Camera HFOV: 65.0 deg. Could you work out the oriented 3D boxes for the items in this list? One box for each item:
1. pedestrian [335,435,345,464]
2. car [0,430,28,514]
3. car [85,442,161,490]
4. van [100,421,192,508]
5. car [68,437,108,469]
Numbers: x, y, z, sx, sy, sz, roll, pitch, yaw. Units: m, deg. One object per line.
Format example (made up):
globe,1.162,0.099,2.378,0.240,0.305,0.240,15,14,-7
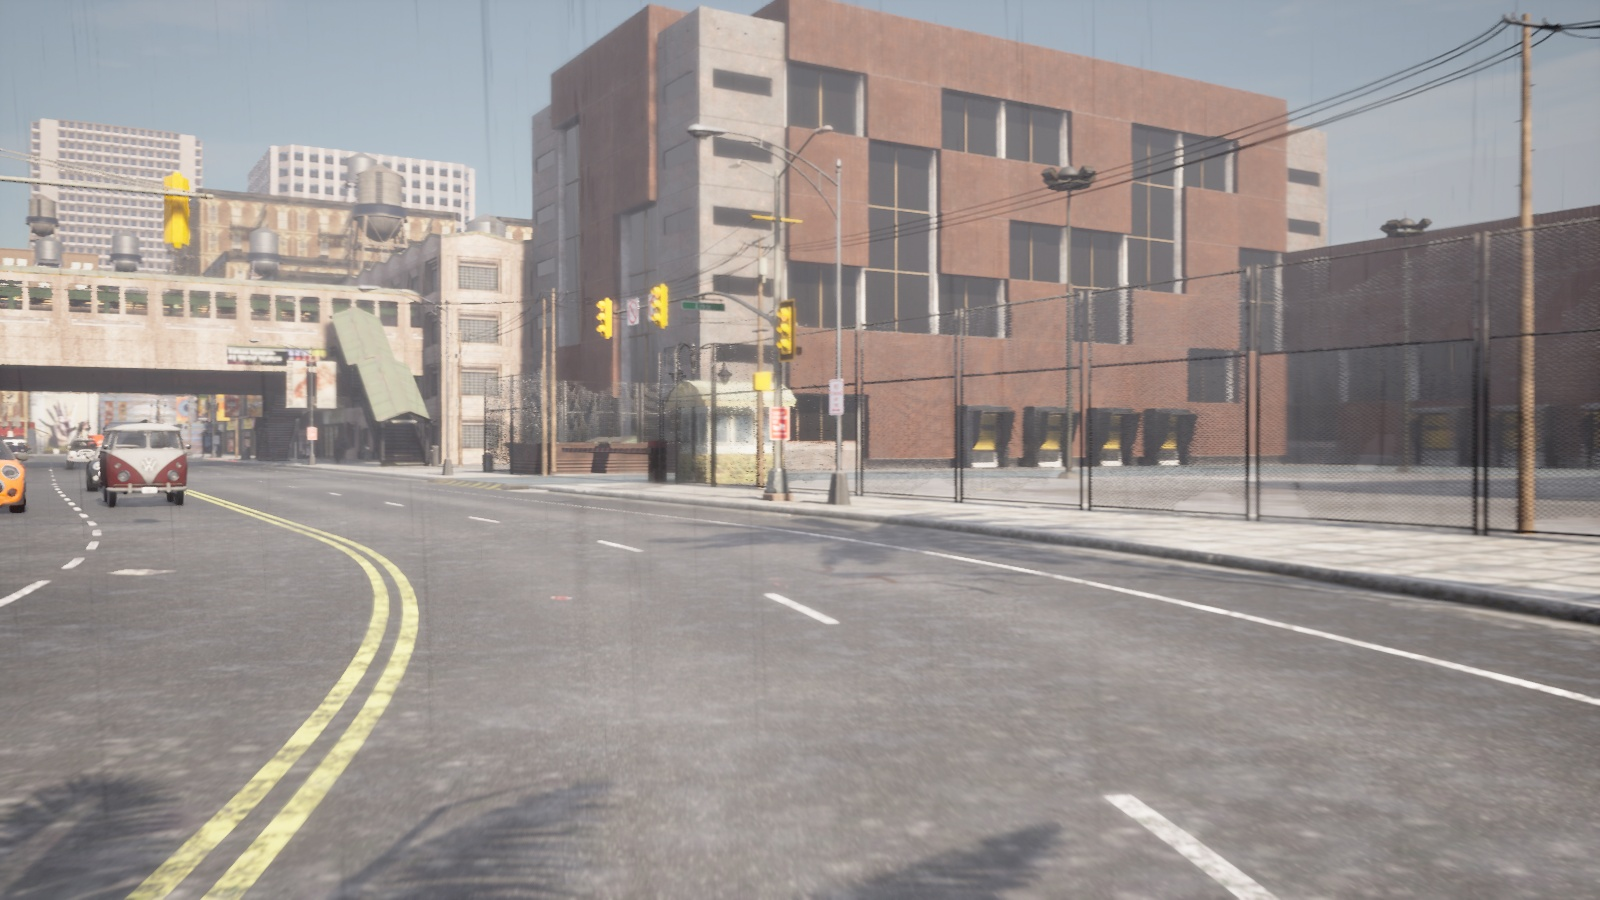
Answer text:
pedestrian,-29.685,-0.054,81.102,0.540,1.848,0.694,0,0,-26
car,-18.377,0.448,27.856,2.097,1.767,4.553,0,0,-31
car,-21.853,0.484,40.450,1.970,1.475,3.806,0,0,-31
van,-16.294,0.324,31.185,1.775,1.987,4.442,0,0,-31
car,-42.221,0.144,74.406,1.932,1.855,4.605,0,0,-31
